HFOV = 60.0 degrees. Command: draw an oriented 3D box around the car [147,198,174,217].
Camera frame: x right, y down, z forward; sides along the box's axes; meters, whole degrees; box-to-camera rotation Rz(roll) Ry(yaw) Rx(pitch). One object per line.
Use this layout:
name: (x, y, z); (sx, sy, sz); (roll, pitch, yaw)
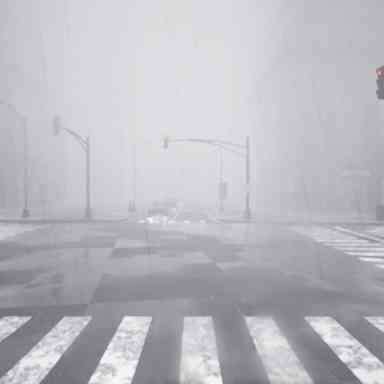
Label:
car: (-3.098, 1.534, 32.028); (2.033, 1.411, 5.357); (0, 0, 0)

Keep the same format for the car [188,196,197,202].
car: (0.055, 1.533, 72.848); (1.895, 1.301, 4.718); (0, 0, 0)

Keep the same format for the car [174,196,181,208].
car: (-3.067, 1.529, 48.136); (2.033, 1.411, 5.357); (0, 0, 1)

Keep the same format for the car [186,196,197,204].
car: (0.040, 1.504, 62.817); (1.812, 1.442, 4.674); (0, 0, 0)
